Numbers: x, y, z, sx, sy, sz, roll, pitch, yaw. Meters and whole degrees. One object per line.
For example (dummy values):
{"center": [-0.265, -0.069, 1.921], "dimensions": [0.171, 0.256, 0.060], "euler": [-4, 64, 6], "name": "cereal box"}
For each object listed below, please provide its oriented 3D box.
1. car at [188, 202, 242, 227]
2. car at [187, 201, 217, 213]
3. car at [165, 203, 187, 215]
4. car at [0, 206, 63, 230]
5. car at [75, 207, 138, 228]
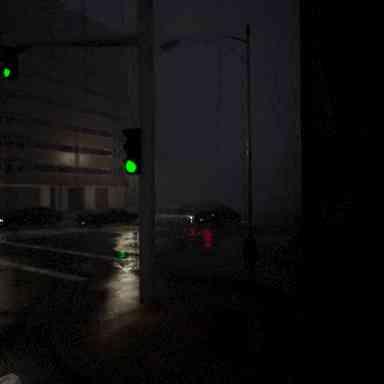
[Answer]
{"center": [1.954, 1.689, 24.512], "dimensions": [1.812, 1.442, 4.674], "euler": [-1, -1, 35], "name": "car"}
{"center": [1.870, 1.762, 36.739], "dimensions": [1.837, 1.490, 4.892], "euler": [-1, -1, 35], "name": "car"}
{"center": [-1.065, 1.900, 38.647], "dimensions": [1.895, 1.301, 4.718], "euler": [-1, -1, 35], "name": "car"}
{"center": [-11.613, 1.794, 23.570], "dimensions": [1.837, 1.490, 4.892], "euler": [-1, 0, 35], "name": "car"}
{"center": [-6.349, 1.850, 24.997], "dimensions": [1.895, 1.301, 4.718], "euler": [-1, -1, 35], "name": "car"}
